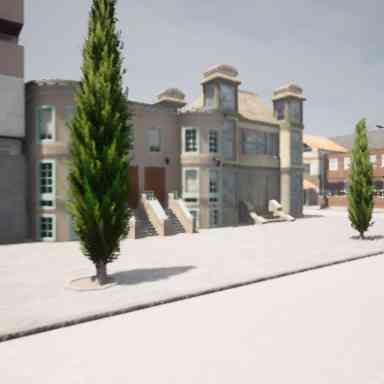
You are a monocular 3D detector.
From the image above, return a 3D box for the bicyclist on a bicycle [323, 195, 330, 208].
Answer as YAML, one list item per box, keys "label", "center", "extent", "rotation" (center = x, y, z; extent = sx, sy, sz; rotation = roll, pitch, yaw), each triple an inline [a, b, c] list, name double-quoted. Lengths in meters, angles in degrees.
- label: "bicyclist on a bicycle"
  center: [16.538, 1.227, 41.090]
  extent: [1.656, 1.620, 0.582]
  rotation: [-1, 0, -36]
